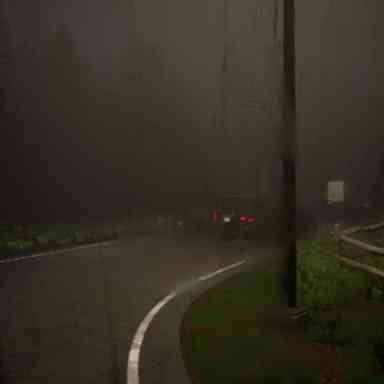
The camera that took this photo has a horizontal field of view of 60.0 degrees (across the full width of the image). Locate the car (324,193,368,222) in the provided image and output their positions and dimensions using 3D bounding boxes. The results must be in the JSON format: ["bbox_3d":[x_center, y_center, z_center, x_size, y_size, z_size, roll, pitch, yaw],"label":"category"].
[{"bbox_3d":[8.848,1.062,21.810,5.566,2.045,2.150,0,0,-20],"label":"car"}]

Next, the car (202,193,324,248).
[{"bbox_3d":[3.309,1.128,14.530,5.566,2.045,2.150,0,0,-42],"label":"car"}]

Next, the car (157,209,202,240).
[{"bbox_3d":[0.615,1.497,16.517,4.718,1.301,1.895,-1,1,-42],"label":"car"}]
